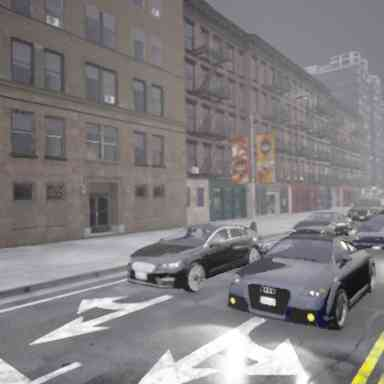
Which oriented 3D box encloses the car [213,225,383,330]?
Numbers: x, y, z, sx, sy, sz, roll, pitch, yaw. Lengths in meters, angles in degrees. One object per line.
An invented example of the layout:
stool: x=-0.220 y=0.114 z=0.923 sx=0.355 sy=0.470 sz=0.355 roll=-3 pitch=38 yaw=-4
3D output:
car: x=2.546 y=1.667 z=7.185 sx=1.994 sy=1.385 sz=4.181 roll=-2 pitch=-1 yaw=39

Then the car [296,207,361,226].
car: x=7.120 y=1.773 z=17.785 sx=2.033 sy=1.411 sz=5.357 roll=-2 pitch=-1 yaw=39

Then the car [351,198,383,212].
car: x=13.919 y=1.482 z=25.964 sx=2.150 sy=2.045 sz=5.566 roll=-2 pitch=-1 yaw=40

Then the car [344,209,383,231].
car: x=8.520 y=1.683 z=14.376 sx=2.033 sy=1.411 sz=5.357 roll=-2 pitch=-1 yaw=39

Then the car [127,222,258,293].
car: x=0.340 y=1.680 z=9.635 sx=2.128 sy=1.511 sz=4.902 roll=-2 pitch=-1 yaw=39
